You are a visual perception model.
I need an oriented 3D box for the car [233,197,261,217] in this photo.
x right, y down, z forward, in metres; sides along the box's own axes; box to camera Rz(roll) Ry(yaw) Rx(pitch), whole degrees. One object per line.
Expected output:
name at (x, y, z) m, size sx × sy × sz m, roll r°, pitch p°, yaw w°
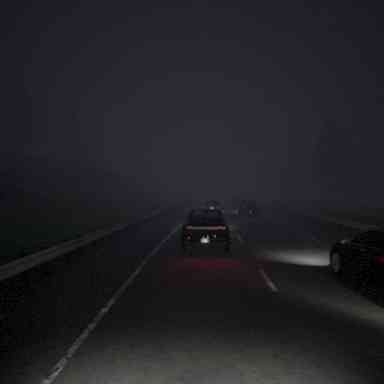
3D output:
car at (5.237, 1.455, 30.786) m, size 2.128 × 1.511 × 4.902 m, roll 0°, pitch 0°, yaw 5°

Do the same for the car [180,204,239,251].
car at (0.589, 1.471, 13.973) m, size 2.128 × 1.511 × 4.902 m, roll 0°, pitch 0°, yaw 3°

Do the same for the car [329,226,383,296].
car at (4.687, 1.502, 7.384) m, size 1.837 × 1.490 × 4.892 m, roll 0°, pitch 0°, yaw 2°

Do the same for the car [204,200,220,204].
car at (1.951, 1.502, 32.645) m, size 2.033 × 1.411 × 5.357 m, roll 0°, pitch 0°, yaw 5°

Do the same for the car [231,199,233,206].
car at (6.410, 1.420, 45.418) m, size 1.882 × 1.535 × 5.008 m, roll 0°, pitch 0°, yaw 5°
